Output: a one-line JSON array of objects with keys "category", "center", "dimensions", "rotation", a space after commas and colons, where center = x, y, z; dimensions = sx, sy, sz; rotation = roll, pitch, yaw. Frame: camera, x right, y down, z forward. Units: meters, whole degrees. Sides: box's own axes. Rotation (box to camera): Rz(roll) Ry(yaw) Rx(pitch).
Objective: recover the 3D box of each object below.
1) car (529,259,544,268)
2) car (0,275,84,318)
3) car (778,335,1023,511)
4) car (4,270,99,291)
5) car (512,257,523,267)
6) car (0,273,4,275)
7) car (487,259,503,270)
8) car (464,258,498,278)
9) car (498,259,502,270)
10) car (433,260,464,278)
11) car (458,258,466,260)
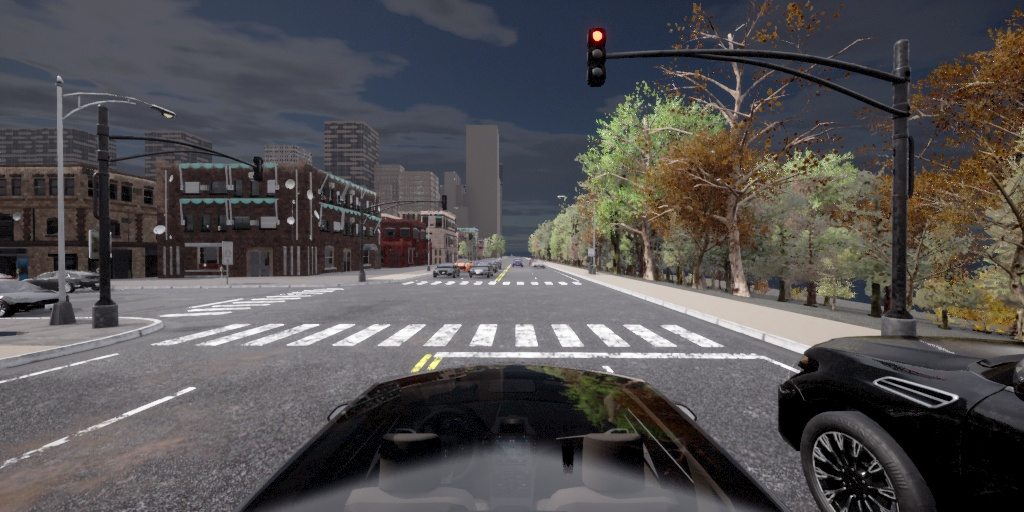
[{"category": "car", "center": [4.276, 1.329, 59.112], "dimensions": [1.895, 1.301, 4.718], "rotation": [0, 0, 1]}, {"category": "car", "center": [-19.767, 1.565, 13.713], "dimensions": [4.313, 1.339, 1.948], "rotation": [0, 0, 1]}, {"category": "car", "center": [3.322, 0.972, 0.675], "dimensions": [2.150, 2.045, 5.566], "rotation": [0, 0, 1]}, {"category": "car", "center": [-27.959, 1.560, 22.360], "dimensions": [4.403, 1.370, 2.007], "rotation": [0, 0, 1]}, {"category": "car", "center": [0.999, 1.252, 63.801], "dimensions": [1.812, 1.442, 4.674], "rotation": [0, 0, 1]}, {"category": "car", "center": [-33.494, 1.654, 22.458], "dimensions": [4.207, 1.307, 1.802], "rotation": [0, 0, 1]}, {"category": "car", "center": [-2.505, 1.223, 53.512], "dimensions": [2.128, 1.511, 4.902], "rotation": [0, 0, 1]}, {"category": "car", "center": [-2.821, 1.232, 33.779], "dimensions": [2.128, 1.511, 4.902], "rotation": [0, 0, 3]}, {"category": "car", "center": [-2.675, 1.227, 43.270], "dimensions": [2.128, 1.511, 4.902], "rotation": [0, 0, 1]}, {"category": "car", "center": [-6.082, 1.304, 33.764], "dimensions": [1.994, 1.385, 4.181], "rotation": [0, 0, 1]}, {"category": "car", "center": [-5.916, 1.088, 43.760], "dimensions": [2.097, 1.767, 4.553], "rotation": [0, 0, 1]}]
